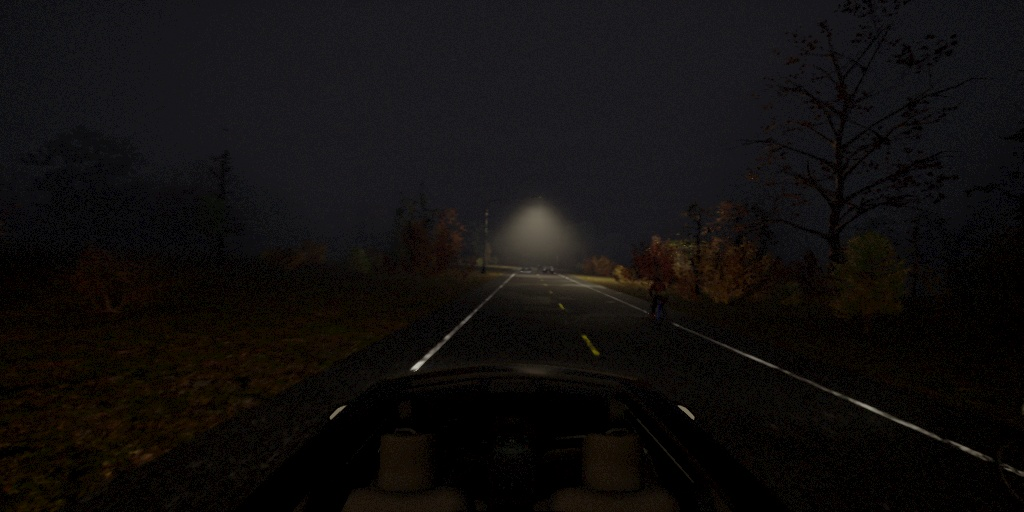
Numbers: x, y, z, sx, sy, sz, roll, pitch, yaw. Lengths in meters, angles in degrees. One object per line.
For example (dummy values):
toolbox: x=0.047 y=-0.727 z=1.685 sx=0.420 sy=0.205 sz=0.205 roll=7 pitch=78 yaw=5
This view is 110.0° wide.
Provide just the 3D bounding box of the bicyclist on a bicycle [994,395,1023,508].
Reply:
bicyclist on a bicycle: x=4.350 y=1.368 z=2.439 sx=0.582 sy=1.620 sz=1.656 roll=2 pitch=-1 yaw=3

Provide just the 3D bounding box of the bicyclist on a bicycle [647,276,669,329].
bicyclist on a bicycle: x=4.751 y=1.497 z=11.684 sx=0.582 sy=1.620 sz=1.656 roll=2 pitch=-1 yaw=3

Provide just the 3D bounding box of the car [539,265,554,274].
car: x=5.994 y=2.329 z=60.430 sx=1.895 sy=1.301 sz=4.718 roll=2 pitch=-1 yaw=3
